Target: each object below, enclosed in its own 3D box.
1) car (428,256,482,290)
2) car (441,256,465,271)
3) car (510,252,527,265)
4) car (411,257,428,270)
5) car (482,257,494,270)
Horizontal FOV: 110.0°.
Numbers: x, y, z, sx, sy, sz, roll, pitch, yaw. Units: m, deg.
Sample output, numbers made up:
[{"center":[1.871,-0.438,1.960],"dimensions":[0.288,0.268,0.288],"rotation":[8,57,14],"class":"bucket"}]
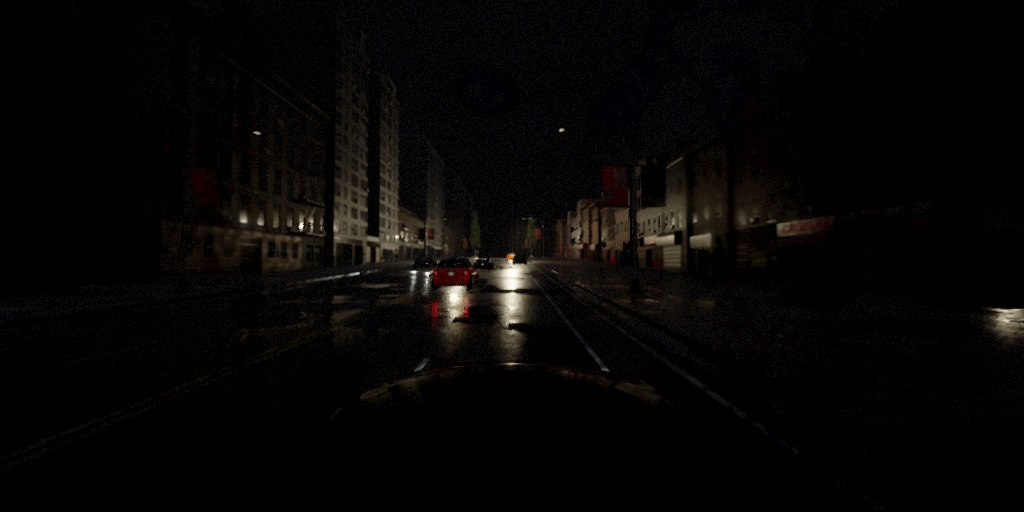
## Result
[{"center":[-3.148,0.908,20.659],"dimensions":[2.097,1.767,4.553],"rotation":[0,1,0],"class":"car"},{"center":[-6.580,0.763,40.623],"dimensions":[1.837,1.490,4.892],"rotation":[0,1,0],"class":"car"},{"center":[1.144,0.419,52.806],"dimensions":[2.097,1.767,4.553],"rotation":[0,1,0],"class":"car"},{"center":[-9.829,0.789,40.345],"dimensions":[1.812,1.442,4.674],"rotation":[0,1,0],"class":"car"},{"center":[-3.144,0.826,40.418],"dimensions":[1.994,1.385,4.181],"rotation":[0,1,0],"class":"car"}]
